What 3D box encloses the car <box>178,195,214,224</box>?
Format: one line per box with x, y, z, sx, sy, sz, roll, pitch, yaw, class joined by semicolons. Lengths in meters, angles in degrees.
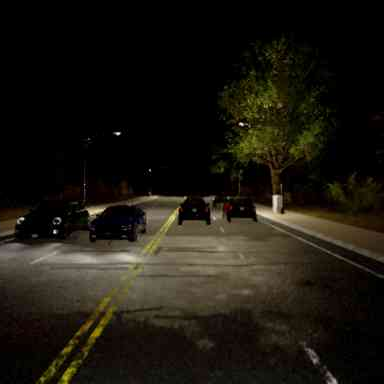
0.163;1.164;22.962;2.097;1.767;4.553;0;0;0;car

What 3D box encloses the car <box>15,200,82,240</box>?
-6.517;1.217;16.053;2.097;1.767;4.553;0;1;1;car

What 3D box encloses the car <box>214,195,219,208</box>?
3.475;1.168;40.674;1.837;1.490;4.892;0;1;0;car

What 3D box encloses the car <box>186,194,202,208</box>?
0.230;1.121;42.449;1.882;1.535;5.008;0;1;0;car

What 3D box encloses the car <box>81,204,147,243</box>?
-3.271;1.350;15.484;1.882;1.535;5.008;0;0;1;car

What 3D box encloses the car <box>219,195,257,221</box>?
3.428;1.153;24.791;2.097;1.767;4.553;0;1;0;car
